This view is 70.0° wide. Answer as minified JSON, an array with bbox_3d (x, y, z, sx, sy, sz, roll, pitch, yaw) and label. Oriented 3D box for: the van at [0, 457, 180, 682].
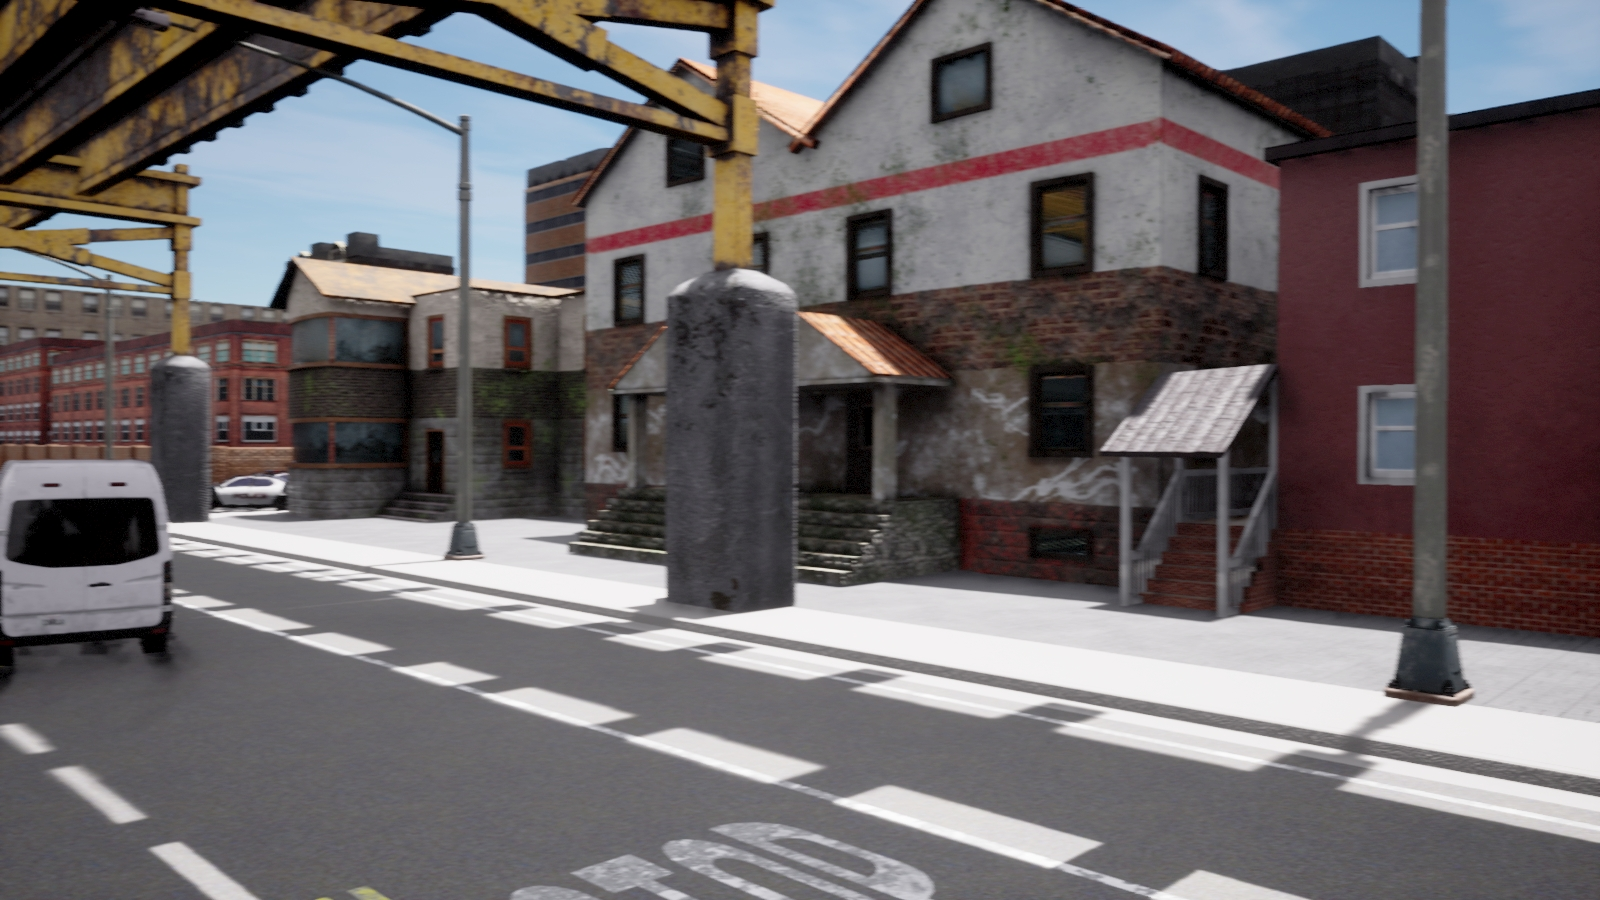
[{"bbox_3d":[-10.326,1.408,16.197,1.988,2.561,5.915,0,0,-35],"label":"van"}]
